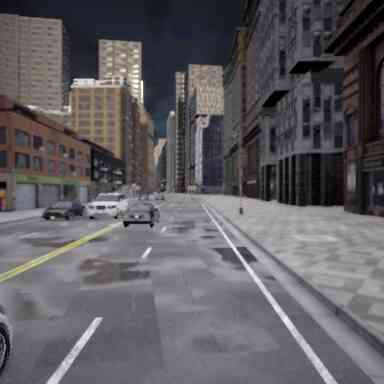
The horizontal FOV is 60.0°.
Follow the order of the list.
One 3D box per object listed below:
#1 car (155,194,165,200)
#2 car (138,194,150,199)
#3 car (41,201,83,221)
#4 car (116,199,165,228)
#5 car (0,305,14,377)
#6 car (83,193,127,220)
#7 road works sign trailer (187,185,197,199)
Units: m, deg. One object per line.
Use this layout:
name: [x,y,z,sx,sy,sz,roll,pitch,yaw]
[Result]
car: [-6.488,1.155,67.982,1.837,1.490,4.892,0,0,0]
car: [-9.737,1.177,67.606,2.128,1.511,4.902,0,0,0]
car: [-9.841,1.409,26.136,2.033,1.411,5.357,0,0,0]
car: [-3.145,1.434,21.412,2.033,1.411,5.357,0,0,0]
car: [-3.150,1.512,2.234,1.812,1.442,4.674,0,0,0]
car: [-6.588,1.080,26.701,2.150,2.045,5.566,0,0,0]
road works sign trailer: [0.031,0.049,82.867,2.380,3.560,2.880,0,0,0]
